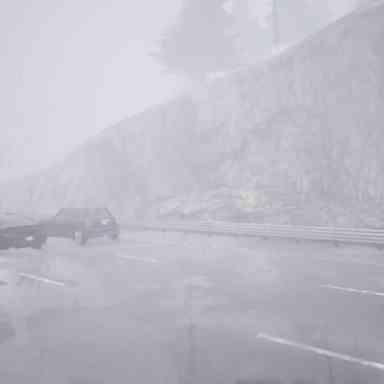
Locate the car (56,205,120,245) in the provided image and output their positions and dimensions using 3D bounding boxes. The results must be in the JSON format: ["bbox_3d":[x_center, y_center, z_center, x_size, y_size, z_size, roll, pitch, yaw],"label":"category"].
[{"bbox_3d":[-5.758,1.482,16.577,4.553,1.767,2.097,-1,-1,36],"label":"car"}]

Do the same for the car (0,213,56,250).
[{"bbox_3d":[-8.112,1.613,13.962,5.008,1.535,1.882,0,0,36],"label":"car"}]
